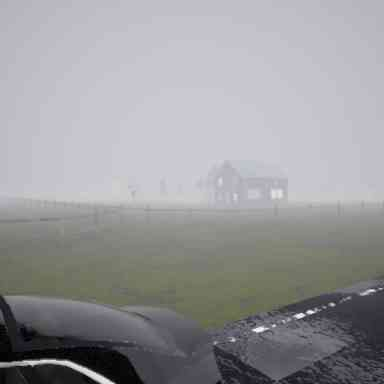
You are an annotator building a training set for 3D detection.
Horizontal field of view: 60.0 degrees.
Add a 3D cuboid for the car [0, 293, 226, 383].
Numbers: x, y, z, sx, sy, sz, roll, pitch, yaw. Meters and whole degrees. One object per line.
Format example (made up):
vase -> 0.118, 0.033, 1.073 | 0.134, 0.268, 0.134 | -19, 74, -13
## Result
car -> -1.973, 1.505, 1.662 | 4.892, 1.490, 1.837 | 0, 0, -35
